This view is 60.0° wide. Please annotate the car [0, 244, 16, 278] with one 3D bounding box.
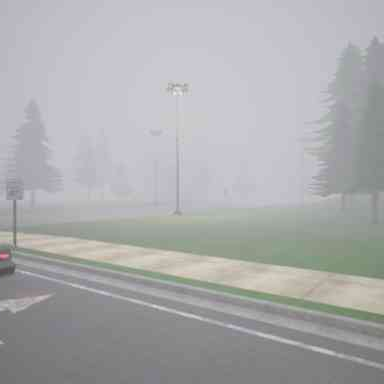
[{"bbox_3d":[-6.674,1.534,8.581,5.357,1.411,2.033,0,0,35],"label":"car"}]
